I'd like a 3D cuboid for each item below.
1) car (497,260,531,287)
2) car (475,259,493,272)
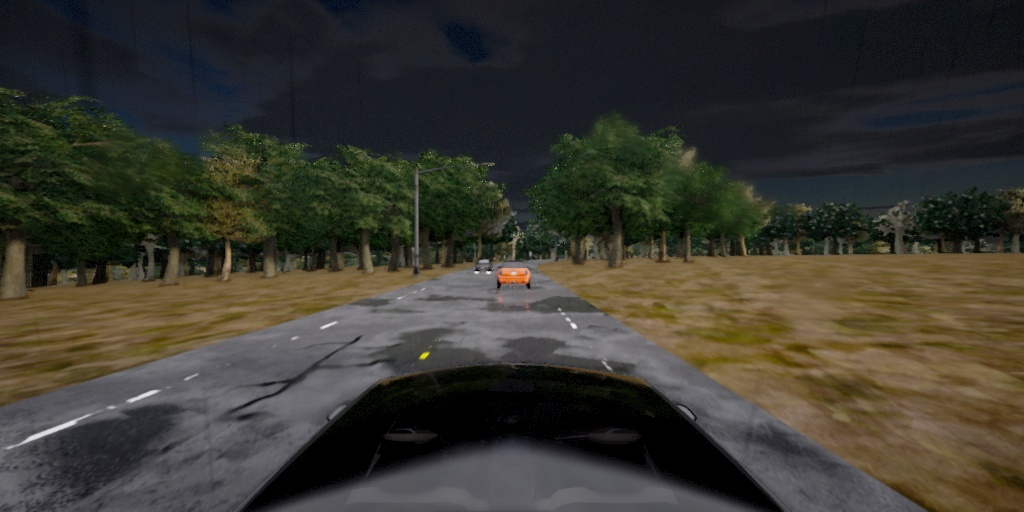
[{"bbox_3d":[0.102,1.057,23.846,2.097,1.767,4.553,0,0,0],"label":"car"},{"bbox_3d":[-3.429,1.148,44.729,1.812,1.442,4.674,0,0,1],"label":"car"}]
